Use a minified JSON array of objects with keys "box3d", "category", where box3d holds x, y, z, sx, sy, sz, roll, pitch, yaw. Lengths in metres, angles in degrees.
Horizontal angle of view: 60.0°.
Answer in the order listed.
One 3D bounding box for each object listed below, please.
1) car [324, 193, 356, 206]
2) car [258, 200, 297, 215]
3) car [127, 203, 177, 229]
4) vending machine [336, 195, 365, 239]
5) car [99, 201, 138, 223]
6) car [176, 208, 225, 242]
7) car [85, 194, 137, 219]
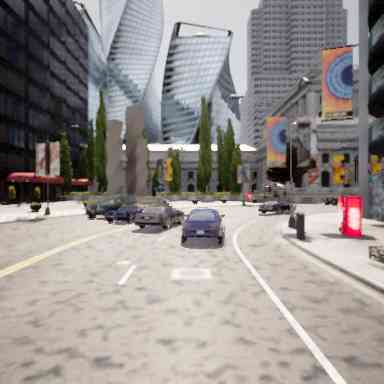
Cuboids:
[{"box3d":[24.767,1.220,55.255,5.566,2.045,2.150,0,0,-12],"category":"car"},{"box3d":[8.909,1.547,34.490,2.033,1.411,5.357,0,0,42],"category":"car"},{"box3d":[-1.944,1.548,21.625,2.033,1.411,5.357,0,0,15],"category":"car"},{"box3d":[7.801,1.195,16.407,1.100,2.100,0.880,0,0,10],"category":"vending machine"},{"box3d":[-4.619,1.601,25.207,1.895,1.301,4.718,0,0,20],"category":"car"},{"box3d":[0.623,1.526,16.249,1.812,1.442,4.674,0,0,7],"category":"car"},{"box3d":[-6.834,1.222,29.103,2.150,2.045,5.566,0,0,24],"category":"car"}]
